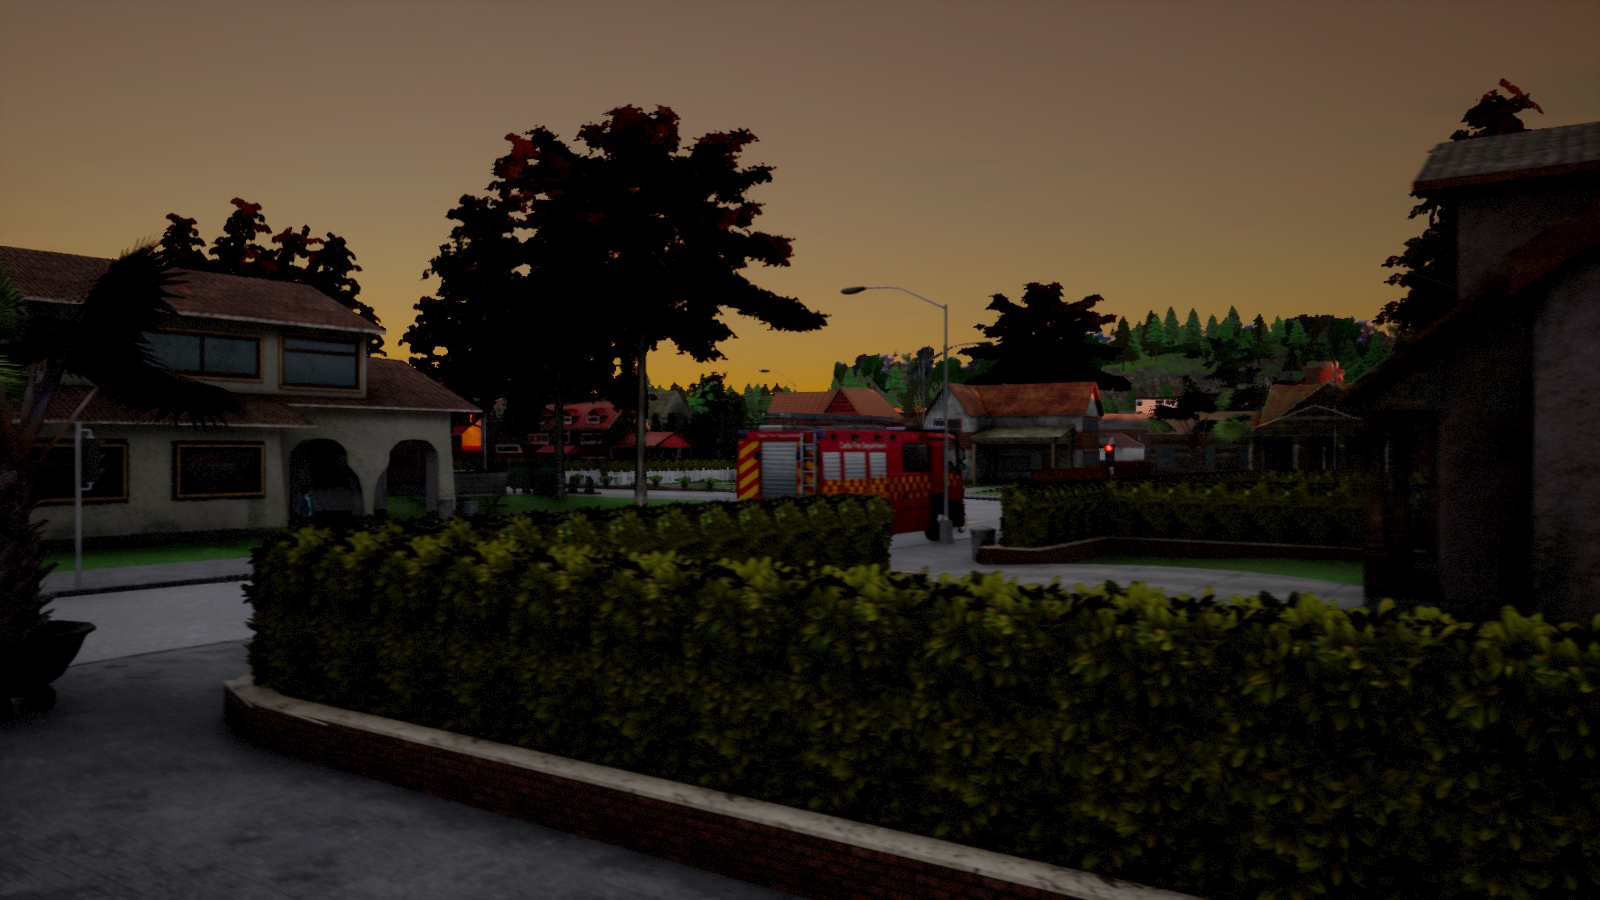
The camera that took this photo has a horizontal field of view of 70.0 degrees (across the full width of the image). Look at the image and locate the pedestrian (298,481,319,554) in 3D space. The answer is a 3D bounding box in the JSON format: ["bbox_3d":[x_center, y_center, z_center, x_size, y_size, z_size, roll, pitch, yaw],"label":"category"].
[{"bbox_3d":[-12.695,1.740,29.514,0.375,1.860,0.375,0,0,36],"label":"pedestrian"}]

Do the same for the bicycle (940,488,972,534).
[{"bbox_3d":[5.304,2.058,38.830,0.373,1.496,1.643,0,0,35],"label":"bicycle"}]

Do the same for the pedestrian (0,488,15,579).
[{"bbox_3d":[-16.706,1.738,23.895,0.375,1.860,0.375,0,0,35],"label":"pedestrian"}]

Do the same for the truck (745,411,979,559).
[{"bbox_3d":[2.108,0.892,33.803,2.891,3.827,8.468,0,0,35],"label":"truck"}]
